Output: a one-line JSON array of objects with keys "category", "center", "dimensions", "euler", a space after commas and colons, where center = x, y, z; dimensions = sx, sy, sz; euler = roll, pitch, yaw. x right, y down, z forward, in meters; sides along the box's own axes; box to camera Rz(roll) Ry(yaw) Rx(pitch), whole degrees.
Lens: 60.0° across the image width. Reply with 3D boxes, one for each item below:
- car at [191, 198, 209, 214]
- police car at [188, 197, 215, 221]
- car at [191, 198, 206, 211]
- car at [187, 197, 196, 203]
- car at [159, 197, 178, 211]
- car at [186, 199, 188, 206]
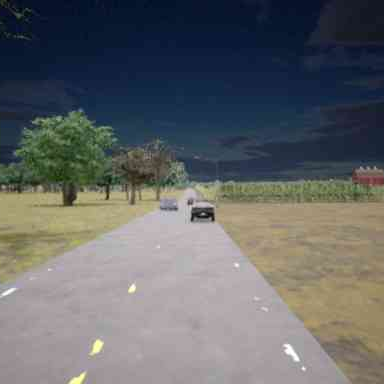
[{"category": "car", "center": [0.822, 1.521, 37.264], "dimensions": [1.801, 1.575, 5.366], "euler": [0, 0, 0]}, {"category": "police car", "center": [0.823, 1.449, 27.181], "dimensions": [1.930, 1.638, 5.238], "euler": [0, 0, 0]}, {"category": "car", "center": [0.821, 1.578, 43.077], "dimensions": [1.882, 1.535, 5.008], "euler": [0, 0, 0]}, {"category": "car", "center": [-0.006, 1.868, 77.946], "dimensions": [2.033, 1.411, 5.357], "euler": [0, 0, 0]}, {"category": "car", "center": [-2.840, 1.441, 41.523], "dimensions": [2.097, 1.767, 4.553], "euler": [0, 0, 0]}, {"category": "car", "center": [-0.005, 1.779, 62.942], "dimensions": [1.837, 1.490, 4.892], "euler": [0, -1, 0]}]
